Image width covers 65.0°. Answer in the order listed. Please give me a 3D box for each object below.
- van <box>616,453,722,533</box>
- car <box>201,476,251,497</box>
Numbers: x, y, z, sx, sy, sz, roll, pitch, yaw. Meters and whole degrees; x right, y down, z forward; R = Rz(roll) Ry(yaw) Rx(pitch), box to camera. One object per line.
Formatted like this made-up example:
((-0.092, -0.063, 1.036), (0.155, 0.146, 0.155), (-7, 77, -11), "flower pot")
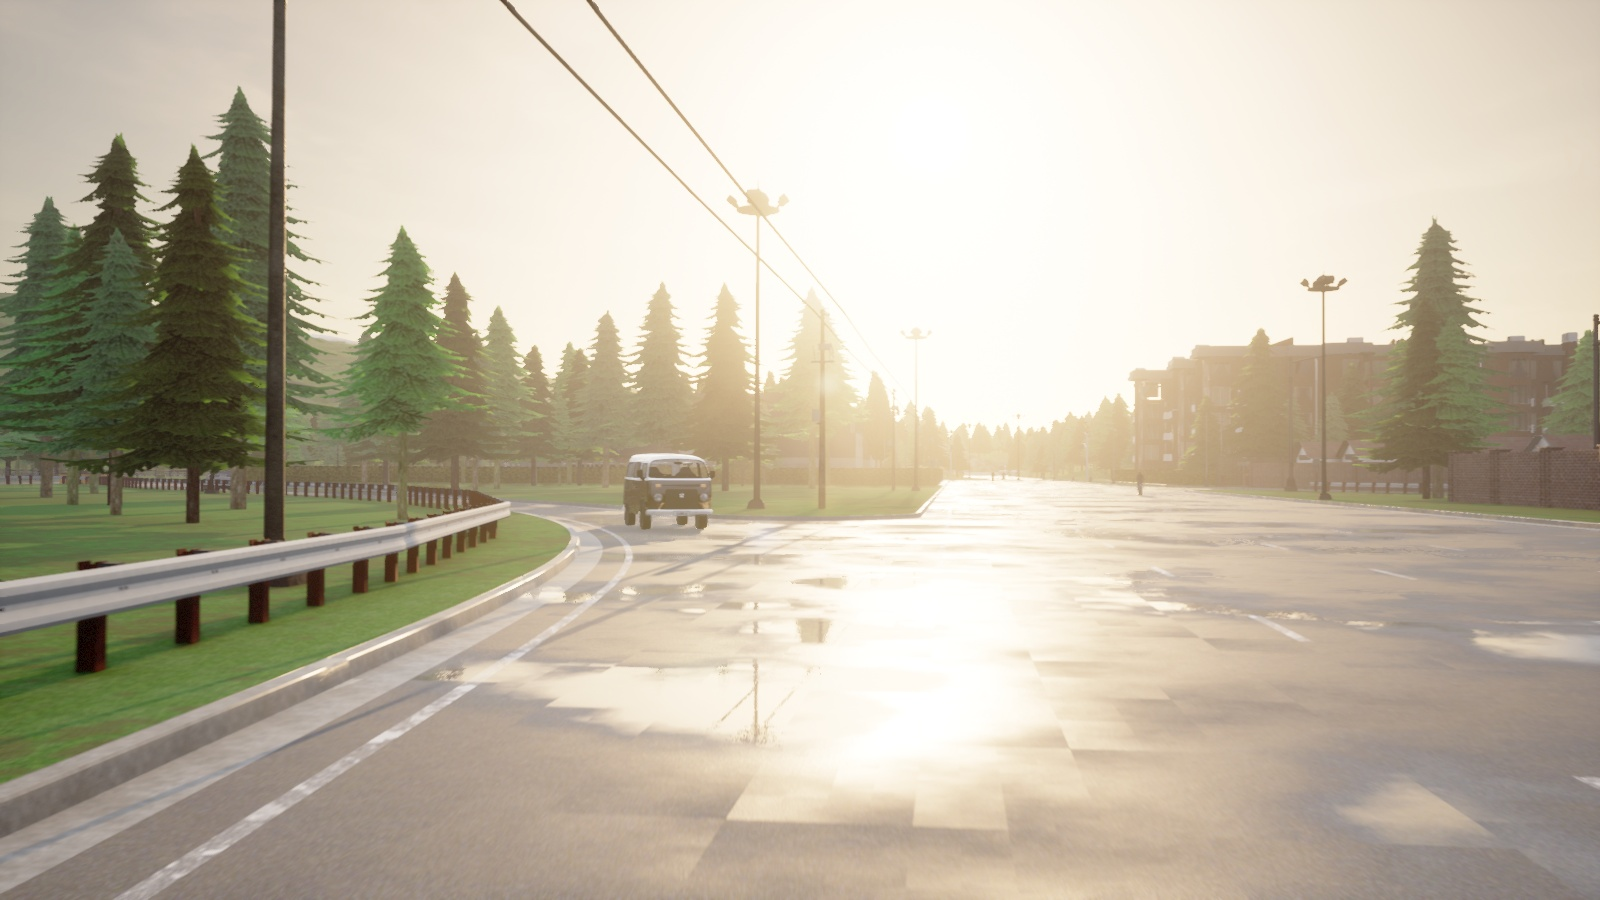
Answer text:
((-3.654, 1.129, 34.276), (2.069, 2.038, 4.480), (0, -1, -17), "van")
((-39.984, 2.512, 87.417), (1.994, 1.385, 4.181), (1, -1, -41), "car")
